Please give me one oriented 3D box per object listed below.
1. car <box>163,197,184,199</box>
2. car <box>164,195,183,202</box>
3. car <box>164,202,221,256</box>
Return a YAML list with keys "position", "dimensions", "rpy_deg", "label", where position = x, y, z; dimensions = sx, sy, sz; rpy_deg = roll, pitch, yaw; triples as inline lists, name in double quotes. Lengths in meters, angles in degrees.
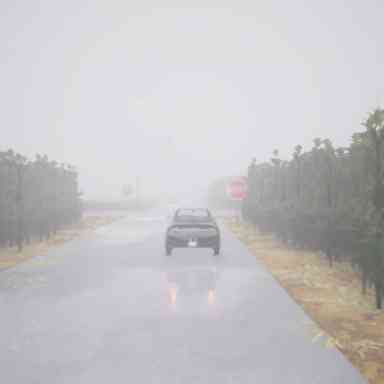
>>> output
- position: [-4.582, 1.398, 81.272]
  dimensions: [5.357, 1.411, 2.033]
  rpy_deg: [0, 0, 0]
  label: "car"
- position: [-3.172, 1.389, 58.166]
  dimensions: [2.128, 1.511, 4.902]
  rpy_deg: [0, 0, 0]
  label: "car"
- position: [0.038, 1.343, 12.569]
  dimensions: [2.128, 1.511, 4.902]
  rpy_deg: [0, 1, 1]
  label: "car"
